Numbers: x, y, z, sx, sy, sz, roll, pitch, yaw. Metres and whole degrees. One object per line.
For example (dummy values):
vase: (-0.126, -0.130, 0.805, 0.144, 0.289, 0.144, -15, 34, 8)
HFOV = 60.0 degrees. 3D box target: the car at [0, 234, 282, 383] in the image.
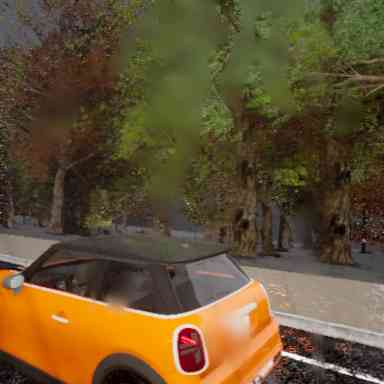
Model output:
car: (-1.232, 1.380, 4.563, 4.553, 1.767, 2.097, -1, 0, 35)
